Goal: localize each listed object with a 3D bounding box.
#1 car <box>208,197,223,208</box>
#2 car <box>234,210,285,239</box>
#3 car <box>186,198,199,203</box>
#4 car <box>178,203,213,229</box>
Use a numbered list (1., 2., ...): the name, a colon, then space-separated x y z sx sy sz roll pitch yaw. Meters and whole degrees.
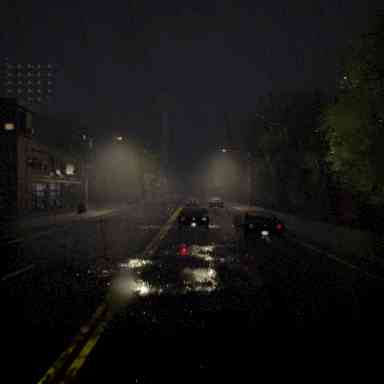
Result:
1. car: 3.354 1.511 47.035 2.128 1.511 4.902 0 0 0
2. car: 3.352 1.610 17.517 1.895 1.301 4.718 0 0 0
3. car: 0.104 1.568 50.662 2.033 1.411 5.357 0 0 0
4. car: 0.102 1.612 21.727 1.895 1.301 4.718 0 0 0
